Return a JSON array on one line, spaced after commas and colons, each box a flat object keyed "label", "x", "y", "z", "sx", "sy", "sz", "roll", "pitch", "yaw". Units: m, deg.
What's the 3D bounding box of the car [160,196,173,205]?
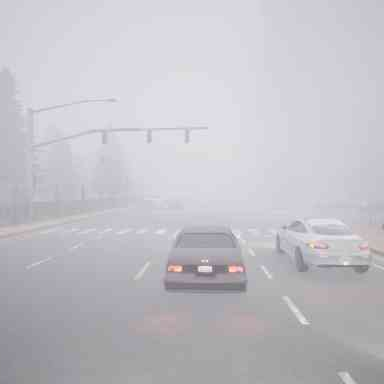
[{"label": "car", "x": -4.580, "y": 1.477, "z": 60.537, "sx": 1.882, "sy": 1.535, "sz": 5.008, "roll": 0, "pitch": 0, "yaw": 3}]

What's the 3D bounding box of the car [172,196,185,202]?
[{"label": "car", "x": -3.052, "y": 1.595, "z": 75.814, "sx": 1.895, "sy": 1.301, "sz": 4.718, "roll": 0, "pitch": 0, "yaw": 14}]

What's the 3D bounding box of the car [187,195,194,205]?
[{"label": "car", "x": -1.198, "y": 1.489, "z": 58.216, "sx": 2.128, "sy": 1.511, "sz": 4.902, "roll": 0, "pitch": 0, "yaw": 3}]

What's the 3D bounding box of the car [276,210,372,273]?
[{"label": "car", "x": 3.963, "y": 1.526, "z": 10.614, "sx": 1.812, "sy": 1.442, "sz": 4.674, "roll": 0, "pitch": 0, "yaw": 3}]

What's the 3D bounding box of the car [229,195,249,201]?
[{"label": "car", "x": 11.994, "y": 1.525, "z": 88.171, "sx": 4.902, "sy": 1.511, "sz": 2.128, "roll": 0, "pitch": 0, "yaw": -44}]

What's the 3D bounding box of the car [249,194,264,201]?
[{"label": "car", "x": 17.008, "y": 1.540, "z": 87.807, "sx": 5.357, "sy": 1.411, "sz": 2.033, "roll": 0, "pitch": 0, "yaw": -35}]

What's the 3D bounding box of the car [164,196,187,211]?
[{"label": "car", "x": -1.941, "y": 1.511, "z": 40.727, "sx": 1.837, "sy": 1.490, "sz": 4.892, "roll": 0, "pitch": 0, "yaw": 2}]

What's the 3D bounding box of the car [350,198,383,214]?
[{"label": "car", "x": 20.162, "y": 1.407, "z": 35.994, "sx": 4.553, "sy": 1.767, "sz": 2.097, "roll": 0, "pitch": 0, "yaw": 2}]

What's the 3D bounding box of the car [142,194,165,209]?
[{"label": "car", "x": -5.275, "y": 1.224, "z": 44.725, "sx": 2.150, "sy": 2.045, "sz": 5.566, "roll": 0, "pitch": 0, "yaw": 2}]

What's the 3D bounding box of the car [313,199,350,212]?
[{"label": "car", "x": 16.997, "y": 1.547, "z": 39.615, "sx": 4.902, "sy": 1.511, "sz": 2.128, "roll": 0, "pitch": 0, "yaw": 3}]

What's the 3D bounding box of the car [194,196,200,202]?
[{"label": "car", "x": -0.007, "y": 1.478, "z": 73.354, "sx": 1.882, "sy": 1.535, "sz": 5.008, "roll": 0, "pitch": 0, "yaw": 10}]

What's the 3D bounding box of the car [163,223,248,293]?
[{"label": "car", "x": 0.380, "y": 1.547, "z": 8.988, "sx": 2.033, "sy": 1.411, "sz": 5.357, "roll": 0, "pitch": 0, "yaw": 3}]

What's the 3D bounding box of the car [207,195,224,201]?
[{"label": "car", "x": 6.726, "y": 1.499, "z": 87.575, "sx": 1.837, "sy": 1.490, "sz": 4.892, "roll": 0, "pitch": 0, "yaw": 37}]

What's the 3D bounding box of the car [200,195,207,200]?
[{"label": "car", "x": 3.736, "y": 1.551, "z": 89.443, "sx": 1.994, "sy": 1.385, "sz": 4.181, "roll": 0, "pitch": 0, "yaw": 37}]
